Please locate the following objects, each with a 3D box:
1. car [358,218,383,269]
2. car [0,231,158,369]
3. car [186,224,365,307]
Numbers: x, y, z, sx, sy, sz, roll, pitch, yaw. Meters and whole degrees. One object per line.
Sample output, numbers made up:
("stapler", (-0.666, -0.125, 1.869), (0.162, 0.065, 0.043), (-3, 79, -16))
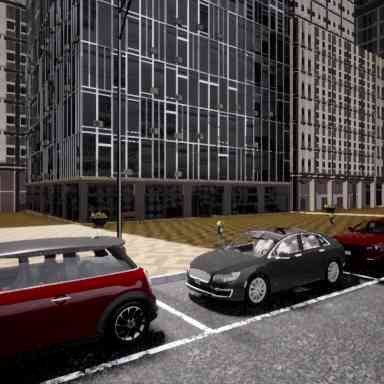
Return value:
("car", (6.408, 1.547, 11.093), (4.507, 1.381, 1.887), (0, 0, -35))
("car", (-2.618, 1.440, 4.694), (4.097, 1.590, 1.967), (0, 0, -35))
("car", (1.895, 1.551, 7.893), (4.403, 1.369, 2.008), (0, 0, -35))
